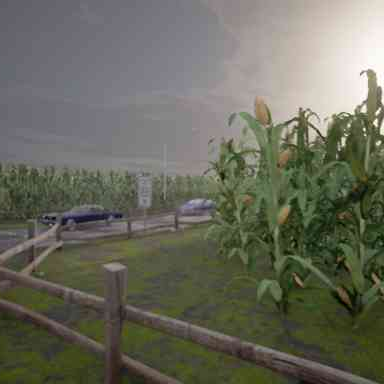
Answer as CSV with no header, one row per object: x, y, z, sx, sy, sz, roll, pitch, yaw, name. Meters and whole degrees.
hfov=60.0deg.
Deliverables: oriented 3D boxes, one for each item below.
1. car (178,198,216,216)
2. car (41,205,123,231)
0.547,1.310,29.833,1.812,1.442,4.674,1,1,36,car
-6.477,1.464,19.956,1.895,1.301,4.718,1,1,34,car
